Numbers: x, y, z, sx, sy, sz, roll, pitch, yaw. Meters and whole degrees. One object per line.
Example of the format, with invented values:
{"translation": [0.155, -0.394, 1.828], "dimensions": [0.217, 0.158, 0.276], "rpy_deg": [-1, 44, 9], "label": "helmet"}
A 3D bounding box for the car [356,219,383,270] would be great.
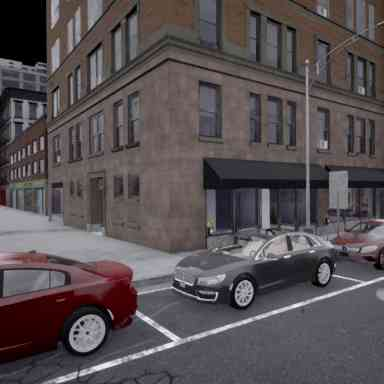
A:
{"translation": [6.133, 1.581, 10.931], "dimensions": [4.206, 1.307, 1.802], "rpy_deg": [0, -1, -36], "label": "car"}

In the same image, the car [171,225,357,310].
{"translation": [1.591, 1.550, 7.684], "dimensions": [4.403, 1.369, 2.008], "rpy_deg": [0, -1, -36], "label": "car"}

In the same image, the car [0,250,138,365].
{"translation": [-2.950, 1.545, 4.438], "dimensions": [4.507, 1.381, 1.887], "rpy_deg": [0, -1, -36], "label": "car"}
